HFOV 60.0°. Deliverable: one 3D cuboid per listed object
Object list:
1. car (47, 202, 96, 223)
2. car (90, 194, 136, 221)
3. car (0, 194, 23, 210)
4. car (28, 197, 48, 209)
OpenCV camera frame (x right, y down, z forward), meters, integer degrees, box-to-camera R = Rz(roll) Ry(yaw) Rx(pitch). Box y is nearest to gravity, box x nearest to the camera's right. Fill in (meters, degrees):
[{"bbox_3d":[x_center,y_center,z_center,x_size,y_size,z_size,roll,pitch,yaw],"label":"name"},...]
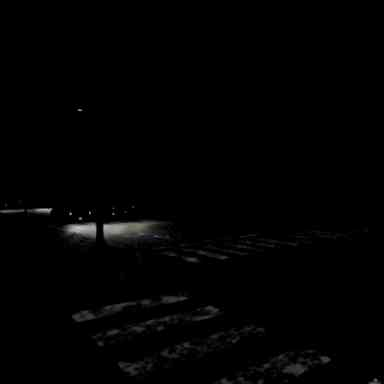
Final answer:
[{"bbox_3d":[-9.517,1.638,26.099,1.895,1.301,4.718,-1,1,-38],"label":"car"},{"bbox_3d":[-6.856,1.209,27.964,2.150,2.045,5.566,-1,1,-38],"label":"car"},{"bbox_3d":[-24.599,1.241,45.057,2.150,2.045,5.566,-1,0,-39],"label":"car"},{"bbox_3d":[-21.400,1.461,46.267,2.128,1.511,4.902,-1,1,-39],"label":"car"}]
